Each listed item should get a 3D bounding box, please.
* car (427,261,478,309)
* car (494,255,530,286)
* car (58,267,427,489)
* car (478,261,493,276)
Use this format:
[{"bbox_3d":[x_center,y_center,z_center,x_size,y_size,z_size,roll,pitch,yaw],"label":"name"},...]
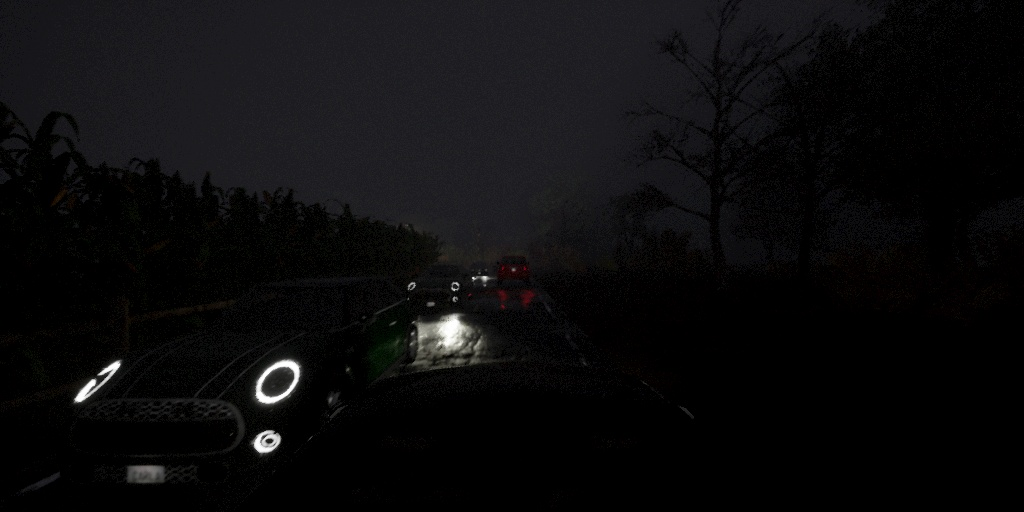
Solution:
[{"bbox_3d":[-2.818,1.093,14.787,2.097,1.767,4.553,0,0,0],"label":"car"},{"bbox_3d":[0.085,0.950,25.141,2.150,2.045,5.566,0,0,-1],"label":"car"},{"bbox_3d":[-2.842,1.100,5.029,2.097,1.767,4.553,0,0,0],"label":"car"},{"bbox_3d":[-3.415,1.248,36.619,2.033,1.411,5.357,0,0,-7],"label":"car"}]
